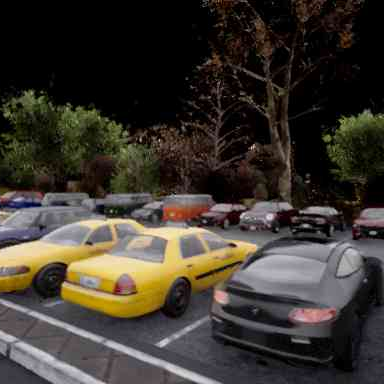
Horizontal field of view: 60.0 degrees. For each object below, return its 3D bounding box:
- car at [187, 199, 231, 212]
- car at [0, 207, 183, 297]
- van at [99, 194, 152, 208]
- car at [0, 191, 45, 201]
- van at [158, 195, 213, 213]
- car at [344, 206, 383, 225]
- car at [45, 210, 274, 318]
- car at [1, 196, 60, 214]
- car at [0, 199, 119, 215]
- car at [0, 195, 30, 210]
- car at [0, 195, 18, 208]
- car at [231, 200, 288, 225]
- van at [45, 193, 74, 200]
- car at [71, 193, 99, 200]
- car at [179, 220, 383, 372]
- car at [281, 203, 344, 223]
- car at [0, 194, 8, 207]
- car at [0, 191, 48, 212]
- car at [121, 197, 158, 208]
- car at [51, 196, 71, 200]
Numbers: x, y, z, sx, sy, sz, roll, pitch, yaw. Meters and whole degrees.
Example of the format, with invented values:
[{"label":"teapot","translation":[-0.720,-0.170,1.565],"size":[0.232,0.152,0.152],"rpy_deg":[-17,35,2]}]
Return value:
[{"label":"car","translation":[2.158,1.413,20.949],"size":[2.097,1.535,5.008],"rpy_deg":[0,0,35]},{"label":"car","translation":[-2.706,1.414,8.774],"size":[1.946,1.575,5.366],"rpy_deg":[0,0,35]},{"label":"van","translation":[-4.606,1.146,25.839],"size":[1.878,1.987,4.442],"rpy_deg":[0,0,35]},{"label":"car","translation":[-9.520,1.123,13.821],"size":[2.435,2.045,5.566],"rpy_deg":[0,0,35]},{"label":"van","translation":[0.016,1.174,22.589],"size":[1.878,1.987,4.442],"rpy_deg":[0,0,35]},{"label":"car","translation":[9.089,1.455,16.081],"size":[2.097,1.535,5.008],"rpy_deg":[0,0,35]},{"label":"car","translation":[-0.180,1.428,7.454],"size":[1.946,1.575,5.366],"rpy_deg":[0,0,35]},{"label":"car","translation":[-16.338,1.267,33.934],"size":[2.097,1.535,5.008],"rpy_deg":[2,1,35]},{"label":"car","translation":[-4.893,1.277,10.575],"size":[2.185,1.767,4.553],"rpy_deg":[0,0,35]},{"label":"car","translation":[-20.981,1.173,37.167],"size":[2.163,1.488,4.792],"rpy_deg":[2,1,35]},{"label":"car","translation":[-23.291,1.109,38.790],"size":[2.163,1.488,4.792],"rpy_deg":[2,1,35]},{"label":"car","translation":[4.484,1.302,19.347],"size":[2.185,1.767,4.553],"rpy_deg":[0,0,35]},{"label":"van","translation":[-11.673,1.103,30.516],"size":[1.878,1.987,4.442],"rpy_deg":[0,0,35]},{"label":"car","translation":[-7.104,1.231,27.412],"size":[2.185,1.767,4.553],"rpy_deg":[0,0,35]},{"label":"car","translation":[2.024,1.485,5.676],"size":[2.002,1.452,4.674],"rpy_deg":[0,0,35]},{"label":"car","translation":[6.773,1.441,17.695],"size":[2.097,1.535,5.008],"rpy_deg":[0,0,35]},{"label":"car","translation":[-25.478,1.019,40.370],"size":[2.231,1.521,4.892],"rpy_deg":[2,1,35]},{"label":"car","translation":[-18.665,0.956,35.542],"size":[2.435,2.045,5.566],"rpy_deg":[2,1,35]},{"label":"car","translation":[-2.360,1.387,24.125],"size":[2.231,1.521,4.892],"rpy_deg":[0,0,35]},{"label":"car","translation":[-9.275,1.373,29.015],"size":[2.163,1.488,4.792],"rpy_deg":[0,0,35]}]
